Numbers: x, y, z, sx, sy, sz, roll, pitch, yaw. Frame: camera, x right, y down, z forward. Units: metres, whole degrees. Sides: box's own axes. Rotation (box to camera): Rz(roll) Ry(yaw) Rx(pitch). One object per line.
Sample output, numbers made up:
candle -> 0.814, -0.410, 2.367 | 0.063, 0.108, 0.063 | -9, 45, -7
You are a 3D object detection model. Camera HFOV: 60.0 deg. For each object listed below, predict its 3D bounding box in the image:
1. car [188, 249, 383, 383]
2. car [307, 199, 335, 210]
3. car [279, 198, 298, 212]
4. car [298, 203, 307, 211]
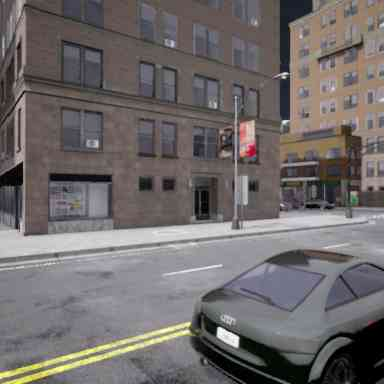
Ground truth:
car -> 2.006, 1.563, 4.844 | 4.181, 1.385, 1.994 | 0, 0, -36
car -> 15.806, 1.571, 41.900 | 1.947, 1.339, 4.313 | 0, 0, -35
car -> 9.238, 1.416, 37.291 | 1.967, 1.590, 4.097 | 0, 0, -35
car -> 10.727, 1.462, 39.585 | 1.882, 1.535, 5.008 | 0, 0, -35
